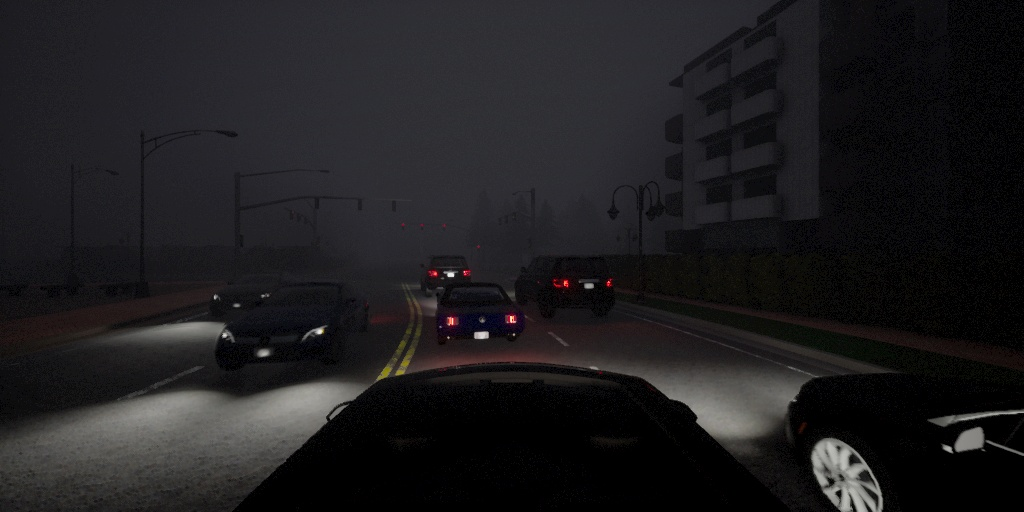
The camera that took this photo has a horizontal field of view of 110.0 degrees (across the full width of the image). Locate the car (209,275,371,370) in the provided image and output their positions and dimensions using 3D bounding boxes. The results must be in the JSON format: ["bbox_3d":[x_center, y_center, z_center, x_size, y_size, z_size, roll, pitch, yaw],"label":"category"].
[{"bbox_3d":[-4.421,1.277,8.021,1.812,1.442,4.674,0,0,-11],"label":"car"}]

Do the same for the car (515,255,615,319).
[{"bbox_3d":[1.676,0.973,13.166,2.150,2.045,5.566,0,0,-13],"label":"car"}]

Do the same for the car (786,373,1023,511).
[{"bbox_3d":[3.342,1.255,1.176,1.837,1.490,4.892,0,0,0],"label":"car"}]

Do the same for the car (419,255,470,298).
[{"bbox_3d":[-3.618,0.975,19.021,2.150,2.045,5.566,0,0,-18],"label":"car"}]

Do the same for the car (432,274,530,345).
[{"bbox_3d":[-1.080,1.352,9.587,1.895,1.301,4.718,0,0,-12],"label":"car"}]

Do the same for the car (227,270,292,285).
[{"bbox_3d":[-9.331,1.278,13.526,1.812,1.442,4.674,0,0,-17],"label":"car"}]
